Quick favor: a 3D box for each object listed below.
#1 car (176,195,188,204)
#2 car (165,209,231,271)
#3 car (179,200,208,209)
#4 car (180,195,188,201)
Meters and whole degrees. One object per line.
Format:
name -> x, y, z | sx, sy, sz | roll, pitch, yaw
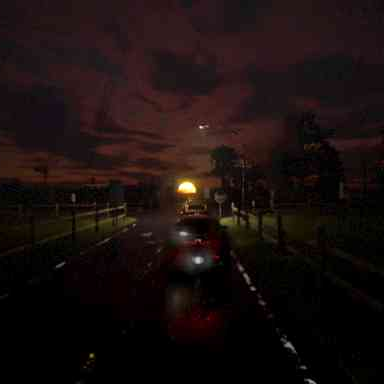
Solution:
car -> -2.211, 1.675, 68.779 | 1.994, 1.385, 4.181 | 0, 0, 0
car -> 0.178, 1.512, 10.935 | 1.837, 1.490, 4.892 | 0, 0, 0
car -> 0.311, 1.525, 21.802 | 1.837, 1.490, 4.892 | 0, 0, 2
car -> -2.084, 1.570, 84.860 | 1.837, 1.490, 4.892 | 0, 0, 0
